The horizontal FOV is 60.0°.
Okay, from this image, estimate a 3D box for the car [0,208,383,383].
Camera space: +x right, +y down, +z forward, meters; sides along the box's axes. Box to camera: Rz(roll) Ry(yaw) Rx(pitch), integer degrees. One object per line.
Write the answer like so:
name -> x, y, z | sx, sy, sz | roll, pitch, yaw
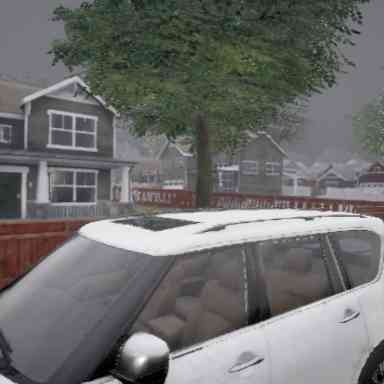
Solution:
car -> -0.183, 1.216, 2.880 | 5.566, 2.045, 2.150 | 0, 0, -35
